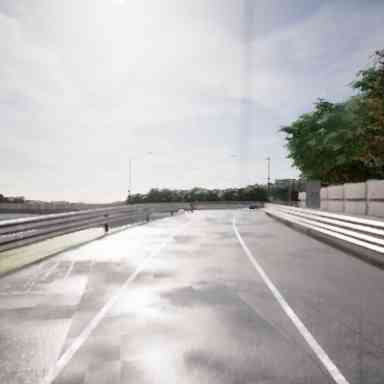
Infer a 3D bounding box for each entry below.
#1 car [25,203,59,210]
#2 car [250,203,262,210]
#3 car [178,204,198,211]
[{"bbox_3d":[-20.377,2.155,45.260,4.181,1.385,1.994,2,-3,-33],"label":"car"},{"bbox_3d":[16.003,3.537,83.371,2.097,1.767,4.553,-1,-2,27],"label":"car"},{"bbox_3d":[-0.852,2.836,61.135,1.994,1.385,4.181,-2,-3,44],"label":"car"}]
